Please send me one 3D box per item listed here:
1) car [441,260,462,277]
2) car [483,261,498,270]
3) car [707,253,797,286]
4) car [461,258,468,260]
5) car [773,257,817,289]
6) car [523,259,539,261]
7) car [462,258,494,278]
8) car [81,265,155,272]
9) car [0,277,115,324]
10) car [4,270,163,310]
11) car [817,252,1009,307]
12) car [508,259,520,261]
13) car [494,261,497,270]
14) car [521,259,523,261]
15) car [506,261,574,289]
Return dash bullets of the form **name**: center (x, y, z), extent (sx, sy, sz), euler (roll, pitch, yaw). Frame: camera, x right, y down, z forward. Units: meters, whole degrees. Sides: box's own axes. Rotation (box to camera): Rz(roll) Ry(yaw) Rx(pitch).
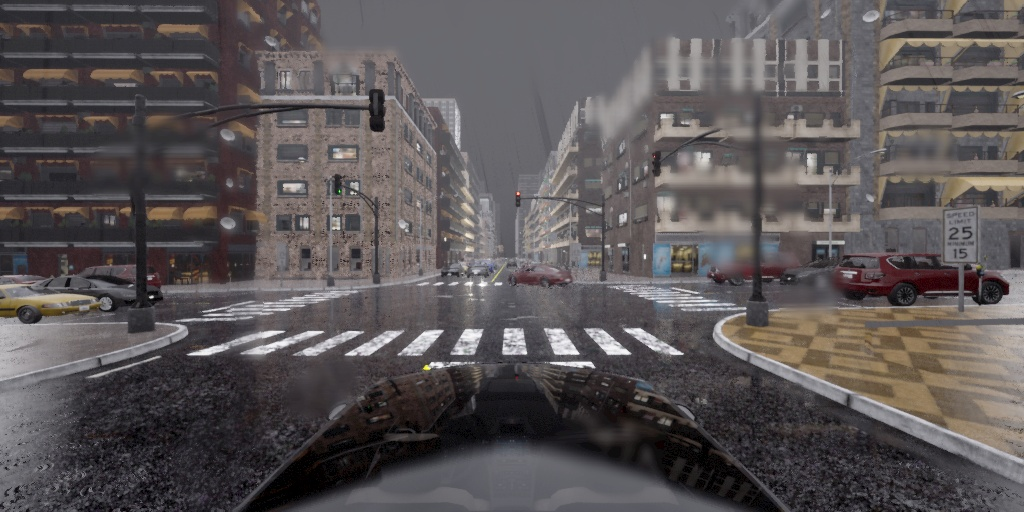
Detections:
- **car**: center (-5.756, 1.322, 35.120), extent (1.948, 1.339, 4.313), euler (0, 0, 0)
- **car**: center (-3.194, 1.365, 53.415), extent (1.895, 1.301, 4.718), euler (0, 0, 0)
- **car**: center (14.537, 0.759, 21.497), extent (5.009, 1.841, 2.192), euler (0, 0, -1)
- **car**: center (-5.767, 1.284, 40.633), extent (1.751, 1.417, 4.829), euler (0, 0, 0)
- **car**: center (17.046, 0.908, 18.933), extent (4.892, 1.490, 1.837), euler (-1, 0, -1)
- **car**: center (2.613, 1.198, 40.822), extent (1.967, 1.591, 4.097), euler (0, 0, 0)
- **car**: center (-3.163, 1.247, 33.996), extent (2.128, 1.511, 4.902), euler (0, 0, 0)
- **car**: center (-23.637, 1.462, 21.055), extent (5.009, 1.841, 2.192), euler (0, 0, -1)
- **car**: center (-17.651, 1.585, 12.771), extent (4.829, 1.417, 1.751), euler (0, 0, -1)
- **car**: center (-17.895, 1.560, 15.355), extent (4.892, 1.490, 1.837), euler (-1, 0, -1)
- **car**: center (14.688, 0.775, 13.118), extent (5.009, 1.841, 2.192), euler (0, 0, -1)
- **car**: center (-0.023, 1.274, 63.562), extent (1.837, 1.490, 4.892), euler (0, 0, 0)
- **car**: center (-3.181, 1.237, 43.418), extent (1.882, 1.535, 5.008), euler (0, 0, 0)
- **car**: center (2.602, 1.200, 46.504), extent (1.967, 1.591, 4.097), euler (0, 0, 0)
- **car**: center (1.755, 1.259, 22.740), extent (1.812, 1.442, 4.674), euler (0, 0, -42)
